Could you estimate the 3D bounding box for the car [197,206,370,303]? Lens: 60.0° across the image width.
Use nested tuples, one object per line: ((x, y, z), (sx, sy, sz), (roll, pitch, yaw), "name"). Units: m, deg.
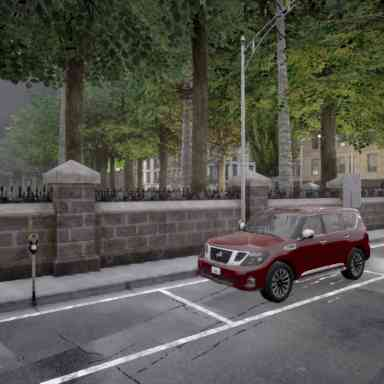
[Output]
((2.532, 1.314, 8.398), (5.009, 1.841, 2.192), (0, 0, -36), "car")
